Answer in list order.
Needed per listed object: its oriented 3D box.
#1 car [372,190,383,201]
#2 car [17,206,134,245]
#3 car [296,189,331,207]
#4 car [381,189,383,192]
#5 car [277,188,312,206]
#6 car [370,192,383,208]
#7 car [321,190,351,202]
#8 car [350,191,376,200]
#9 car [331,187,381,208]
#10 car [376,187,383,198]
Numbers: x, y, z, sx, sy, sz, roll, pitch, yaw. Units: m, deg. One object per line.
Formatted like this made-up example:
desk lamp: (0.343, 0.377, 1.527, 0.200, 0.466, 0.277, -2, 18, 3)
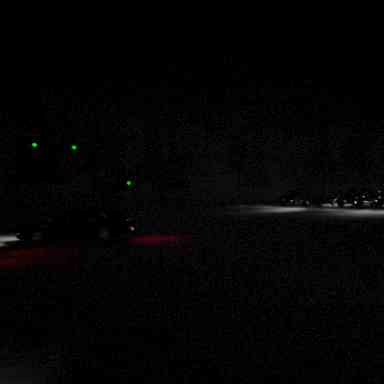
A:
car: (27.971, 0.474, 48.175, 4.181, 1.385, 1.994, -2, 1, -40)
car: (-5.072, 1.408, 14.675, 4.892, 1.490, 1.837, -1, -1, -1)
car: (13.938, 0.795, 36.344, 4.902, 1.511, 2.128, -2, 1, -40)
car: (24.706, 0.535, 40.878, 5.008, 1.535, 1.882, -2, 1, -40)
car: (12.518, 0.508, 39.737, 5.566, 2.045, 2.150, -2, 1, -41)
car: (19.088, 0.871, 31.538, 4.718, 1.301, 1.895, -2, 1, -40)
car: (20.005, 0.582, 46.044, 4.892, 1.490, 1.837, -2, 1, -40)
car: (26.469, 0.498, 51.436, 4.718, 1.301, 1.895, -2, 1, -40)
car: (17.068, 0.492, 34.418, 5.566, 2.045, 2.150, -2, 1, -41)
car: (34.108, 0.037, 57.781, 4.553, 1.767, 2.097, -2, 1, -39)
